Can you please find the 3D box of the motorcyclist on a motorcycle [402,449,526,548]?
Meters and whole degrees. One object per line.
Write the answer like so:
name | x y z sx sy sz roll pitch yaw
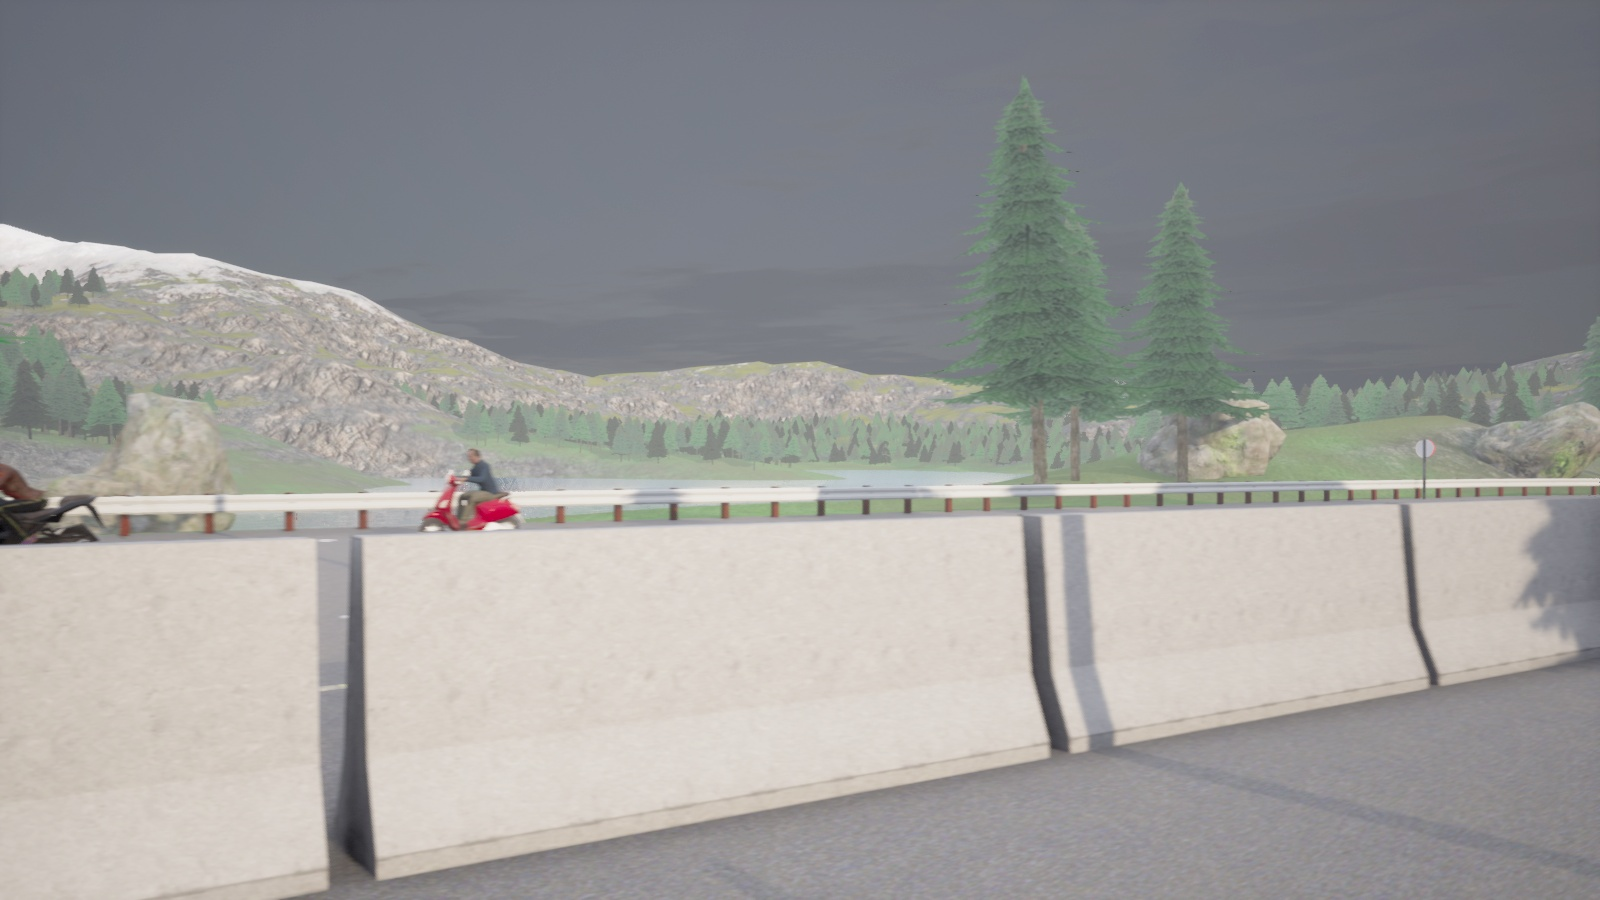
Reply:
motorcyclist on a motorcycle | -5.622 0.788 21.067 1.817 1.590 0.866 0 0 -35

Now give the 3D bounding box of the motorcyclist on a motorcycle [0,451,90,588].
motorcyclist on a motorcycle | -9.277 0.782 14.259 2.044 1.523 0.797 0 0 -35
